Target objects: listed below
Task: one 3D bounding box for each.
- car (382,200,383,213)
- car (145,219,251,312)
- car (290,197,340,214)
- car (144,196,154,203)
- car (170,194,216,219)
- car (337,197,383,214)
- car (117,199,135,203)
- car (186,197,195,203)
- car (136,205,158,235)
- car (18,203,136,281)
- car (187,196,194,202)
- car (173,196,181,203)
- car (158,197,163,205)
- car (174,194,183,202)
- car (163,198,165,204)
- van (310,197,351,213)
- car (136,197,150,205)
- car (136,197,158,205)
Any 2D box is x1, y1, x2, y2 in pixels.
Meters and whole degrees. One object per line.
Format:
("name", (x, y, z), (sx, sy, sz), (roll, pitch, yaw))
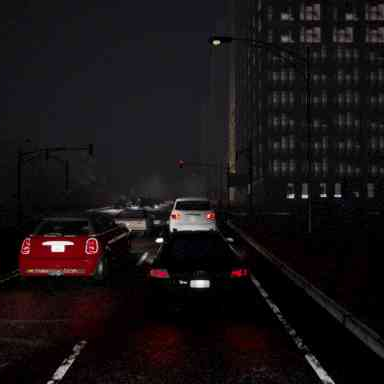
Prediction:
("car", (23.596, 1.529, 35.661), (5.357, 1.411, 2.033), (0, -2, -1))
("car", (0.086, 1.571, 7.803), (1.994, 1.385, 4.181), (0, 0, -2))
("car", (13.325, 1.581, 35.498), (5.357, 1.411, 2.033), (0, -2, -1))
("car", (-10.038, 1.821, 78.130), (1.882, 1.535, 5.008), (0, 0, 0))
("car", (0.036, 1.248, 17.217), (2.150, 2.045, 5.566), (0, 0, 0))
("car", (16.208, 1.377, 30.126), (4.829, 1.417, 1.752), (0, -1, -1))
("car", (-10.021, 1.755, 48.658), (1.895, 1.301, 4.718), (0, 0, 0))
("car", (-0.291, 1.892, 78.929), (2.033, 1.411, 5.357), (0, -1, 0))
("car", (-3.225, 1.631, 18.903), (1.895, 1.301, 4.718), (0, 0, -1))
("car", (-3.186, 1.362, 10.008), (2.097, 1.767, 4.553), (0, 0, 0))
("car", (-0.330, 1.802, 89.352), (1.882, 1.535, 5.008), (0, -1, 0))
("car", (-3.541, 1.830, 78.918), (1.882, 1.535, 5.008), (0, -1, 0))
("car", (-6.784, 1.818, 59.730), (1.895, 1.301, 4.718), (0, 0, 0))
("car", (-3.580, 1.550, 89.372), (2.150, 2.045, 5.566), (0, -1, 0))
("car", (-6.759, 1.814, 70.200), (2.128, 1.511, 4.902), (0, 0, 0))
("van", (15.797, 1.442, 38.147), (3.998, 1.788, 1.690), (0, -1, -1))
("car", (-10.010, 1.762, 67.855), (2.128, 1.511, 4.902), (0, 0, 0))
("car", (-6.773, 1.668, 50.474), (1.837, 1.490, 4.892), (0, 0, 0))
